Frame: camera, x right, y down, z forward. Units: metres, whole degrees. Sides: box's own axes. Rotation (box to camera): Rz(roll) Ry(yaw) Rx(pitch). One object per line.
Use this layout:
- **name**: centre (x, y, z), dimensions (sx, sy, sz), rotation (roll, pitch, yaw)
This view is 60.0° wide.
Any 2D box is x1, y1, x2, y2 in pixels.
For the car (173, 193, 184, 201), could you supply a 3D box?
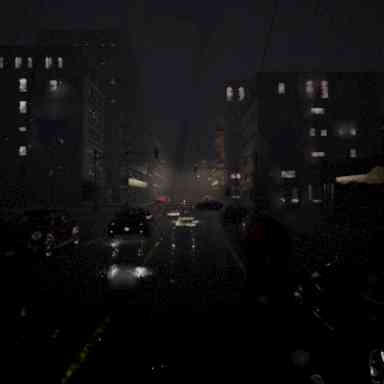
- **car**: centre (-2.989, 1.445, 79.384), dimensions (1.882, 1.535, 5.008), rotation (0, 0, 0)

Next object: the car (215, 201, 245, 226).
- **car**: centre (2.829, 1.527, 22.683), dimensions (1.887, 1.381, 4.507), rotation (0, 0, 0)

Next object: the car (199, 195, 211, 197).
- **car**: centre (2.817, 1.406, 60.153), dimensions (1.967, 1.590, 4.097), rotation (0, 0, 0)

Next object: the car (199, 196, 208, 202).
- **car**: centre (2.708, 1.533, 77.144), dimensions (1.947, 1.339, 4.313), rotation (0, 0, 0)

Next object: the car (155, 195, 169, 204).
- **car**: centre (-5.766, 1.511, 61.377), dimensions (1.887, 1.381, 4.507), rotation (0, 0, 0)

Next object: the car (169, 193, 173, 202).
- **car**: centre (-5.673, 1.518, 71.479), dimensions (2.008, 1.369, 4.403), rotation (0, 0, 0)

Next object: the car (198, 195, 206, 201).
- **car**: centre (2.709, 1.513, 88.473), dimensions (1.887, 1.381, 4.507), rotation (0, 0, 0)

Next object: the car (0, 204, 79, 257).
- **car**: centre (-5.810, 1.430, 12.581), dimensions (1.967, 1.590, 4.097), rotation (0, 0, 0)

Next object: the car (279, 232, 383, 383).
- **car**: centre (2.827, 1.562, 4.679), dimensions (1.947, 1.339, 4.313), rotation (0, 0, 0)

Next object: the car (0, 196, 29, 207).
- **car**: centre (-19.991, 1.137, 36.022), dimensions (4.507, 1.381, 1.887), rotation (1, -2, -1)

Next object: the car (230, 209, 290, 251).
- **car**: centre (2.828, 1.570, 13.681), dimensions (1.802, 1.307, 4.206), rotation (0, 0, 0)

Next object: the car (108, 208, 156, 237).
- **car**: centre (-3.082, 1.550, 17.648), dimensions (1.994, 1.385, 4.181), rotation (0, 0, 0)

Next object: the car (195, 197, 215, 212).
- **car**: centre (2.499, 1.610, 38.980), dimensions (4.181, 1.385, 1.994), rotation (1, 0, -1)
